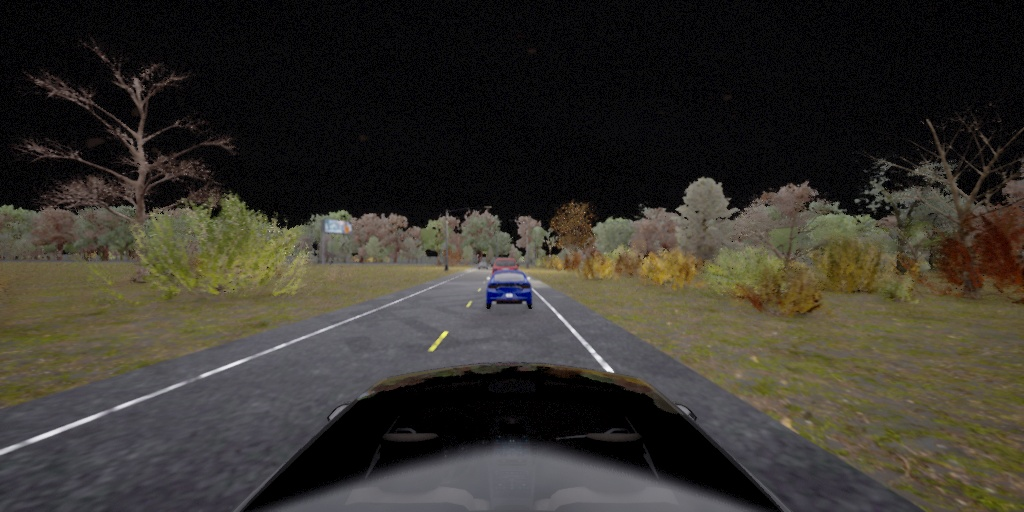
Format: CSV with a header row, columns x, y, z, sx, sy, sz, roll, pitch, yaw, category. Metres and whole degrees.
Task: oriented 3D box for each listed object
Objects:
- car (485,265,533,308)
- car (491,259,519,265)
x,y,z,sx,sy,sz,roll,pitch,yaw,category
-0.142,1.371,16.170,1.882,1.535,5.008,0,0,-1,car
-0.562,1.243,29.506,2.150,2.045,5.566,0,0,-2,car
